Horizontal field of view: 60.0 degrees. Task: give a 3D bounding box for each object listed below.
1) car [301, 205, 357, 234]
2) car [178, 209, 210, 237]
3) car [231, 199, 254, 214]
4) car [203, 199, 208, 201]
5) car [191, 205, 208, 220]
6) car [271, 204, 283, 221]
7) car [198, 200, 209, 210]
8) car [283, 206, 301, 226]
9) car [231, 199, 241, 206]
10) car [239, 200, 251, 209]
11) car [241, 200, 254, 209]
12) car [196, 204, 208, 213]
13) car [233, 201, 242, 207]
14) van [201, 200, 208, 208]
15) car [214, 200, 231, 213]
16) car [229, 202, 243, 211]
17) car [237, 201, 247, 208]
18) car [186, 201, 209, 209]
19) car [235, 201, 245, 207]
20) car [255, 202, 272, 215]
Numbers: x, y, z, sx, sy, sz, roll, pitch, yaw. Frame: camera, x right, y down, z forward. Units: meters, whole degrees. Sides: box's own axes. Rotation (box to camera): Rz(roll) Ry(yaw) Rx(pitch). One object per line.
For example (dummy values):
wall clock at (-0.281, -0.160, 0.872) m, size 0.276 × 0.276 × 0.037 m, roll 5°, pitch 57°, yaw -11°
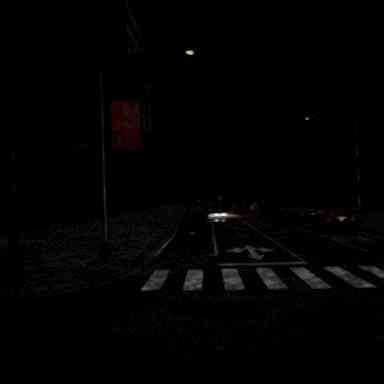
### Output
car at (8.636, 1.662, 20.993) m, size 1.967 × 1.590 × 4.097 m, roll -2°, pitch -1°, yaw 3°
car at (0.129, 2.049, 21.402) m, size 1.947 × 1.339 × 4.313 m, roll -2°, pitch -1°, yaw 3°
car at (7.195, 2.156, 47.760) m, size 2.097 × 1.767 × 4.553 m, roll -2°, pitch -1°, yaw 3°
car at (1.962, 2.513, 59.337) m, size 2.192 × 1.841 × 5.009 m, roll -2°, pitch -1°, yaw 3°
car at (0.909, 2.309, 37.489) m, size 1.752 × 1.417 × 4.829 m, roll -2°, pitch -1°, yaw 3°
car at (9.167, 2.005, 31.825) m, size 1.802 × 1.307 × 4.206 m, roll -2°, pitch -1°, yaw 3°
car at (2.489, 2.722, 70.175) m, size 2.192 × 1.841 × 5.009 m, roll -2°, pitch -1°, yaw 3°
car at (8.899, 1.763, 26.411) m, size 1.967 × 1.590 × 4.097 m, roll -2°, pitch -1°, yaw 3°
car at (12.053, 2.882, 91.425) m, size 2.192 × 1.841 × 5.009 m, roll -2°, pitch -1°, yaw 3°
car at (11.004, 2.585, 69.752) m, size 1.967 × 1.590 × 4.097 m, roll -2°, pitch -1°, yaw 3°
car at (10.740, 2.480, 64.334) m, size 1.967 × 1.590 × 4.097 m, roll -2°, pitch -1°, yaw 3°
car at (1.708, 2.676, 53.914) m, size 1.802 × 1.307 × 4.206 m, roll -2°, pitch -1°, yaw 3°
car at (11.805, 2.991, 86.173) m, size 1.752 × 1.417 × 4.829 m, roll -2°, pitch -1°, yaw 3°
van at (3.279, 3.065, 86.430) m, size 1.690 × 1.788 × 3.998 m, roll -2°, pitch -1°, yaw 3°
car at (4.360, 2.459, 51.583) m, size 2.128 × 1.511 × 4.902 m, roll -2°, pitch -1°, yaw 3°
car at (7.660, 2.558, 57.666) m, size 1.994 × 1.385 × 4.181 m, roll -2°, pitch -1°, yaw 3°
car at (11.269, 2.795, 75.168) m, size 1.887 × 1.381 × 4.507 m, roll -2°, pitch -1°, yaw 3°
car at (0.384, 1.899, 26.825) m, size 2.192 × 1.841 × 5.009 m, roll -2°, pitch -1°, yaw 3°
car at (11.534, 2.907, 80.584) m, size 2.008 × 1.369 × 4.403 m, roll -2°, pitch -1°, yaw 3°
car at (9.692, 2.171, 42.661) m, size 1.887 × 1.381 × 4.507 m, roll -2°, pitch -1°, yaw 3°
